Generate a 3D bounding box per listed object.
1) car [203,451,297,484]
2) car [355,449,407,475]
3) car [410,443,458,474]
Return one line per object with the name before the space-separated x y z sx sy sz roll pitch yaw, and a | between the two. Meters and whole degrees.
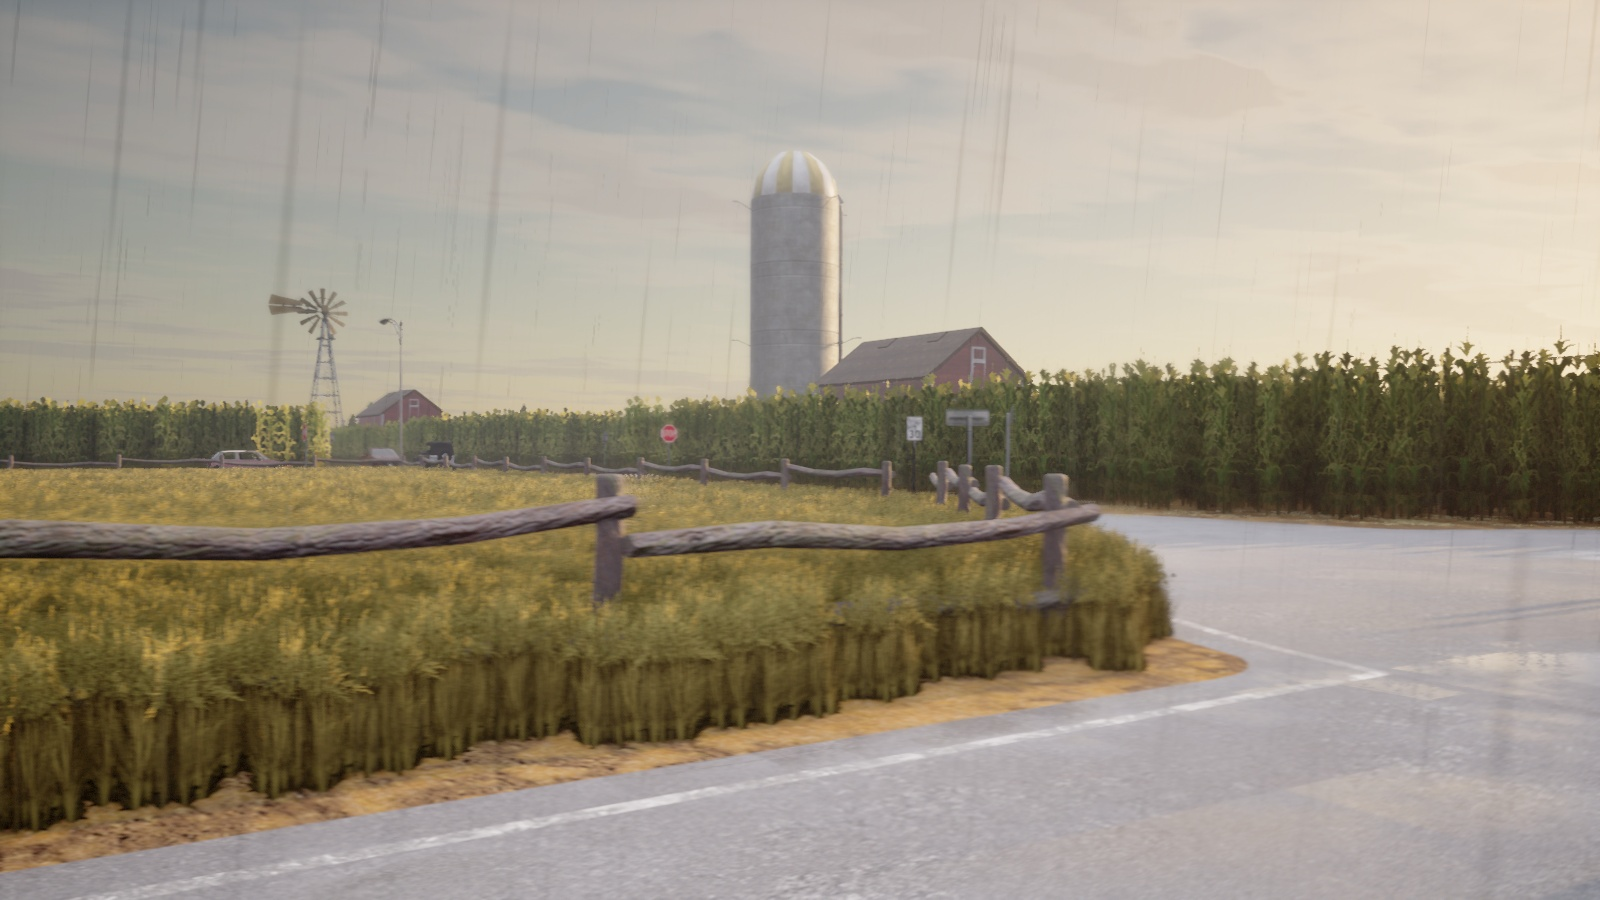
car | -25.862 0.818 59.049 3.806 1.475 1.970 -1 0 -31
car | -25.391 0.704 76.004 1.882 1.535 5.008 0 0 -31
car | -22.519 0.520 77.246 1.905 1.878 3.866 0 0 -31
